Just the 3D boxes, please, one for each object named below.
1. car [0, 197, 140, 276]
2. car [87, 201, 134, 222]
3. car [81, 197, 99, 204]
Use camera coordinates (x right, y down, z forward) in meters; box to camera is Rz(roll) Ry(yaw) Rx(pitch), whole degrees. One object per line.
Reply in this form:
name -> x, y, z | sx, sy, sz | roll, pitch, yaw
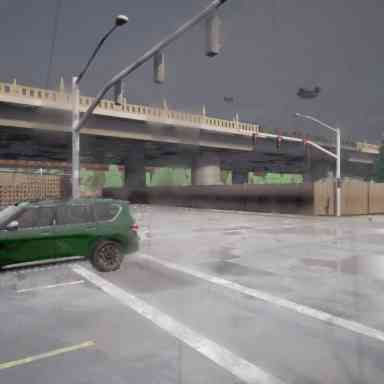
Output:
car -> -4.132, 1.218, 9.085 | 5.566, 2.045, 2.150 | 0, 1, -37
car -> -6.972, 1.547, 28.083 | 2.128, 1.511, 4.902 | 0, 0, -36
car -> -19.747, 1.619, 64.291 | 1.994, 1.385, 4.181 | 0, 0, -36
